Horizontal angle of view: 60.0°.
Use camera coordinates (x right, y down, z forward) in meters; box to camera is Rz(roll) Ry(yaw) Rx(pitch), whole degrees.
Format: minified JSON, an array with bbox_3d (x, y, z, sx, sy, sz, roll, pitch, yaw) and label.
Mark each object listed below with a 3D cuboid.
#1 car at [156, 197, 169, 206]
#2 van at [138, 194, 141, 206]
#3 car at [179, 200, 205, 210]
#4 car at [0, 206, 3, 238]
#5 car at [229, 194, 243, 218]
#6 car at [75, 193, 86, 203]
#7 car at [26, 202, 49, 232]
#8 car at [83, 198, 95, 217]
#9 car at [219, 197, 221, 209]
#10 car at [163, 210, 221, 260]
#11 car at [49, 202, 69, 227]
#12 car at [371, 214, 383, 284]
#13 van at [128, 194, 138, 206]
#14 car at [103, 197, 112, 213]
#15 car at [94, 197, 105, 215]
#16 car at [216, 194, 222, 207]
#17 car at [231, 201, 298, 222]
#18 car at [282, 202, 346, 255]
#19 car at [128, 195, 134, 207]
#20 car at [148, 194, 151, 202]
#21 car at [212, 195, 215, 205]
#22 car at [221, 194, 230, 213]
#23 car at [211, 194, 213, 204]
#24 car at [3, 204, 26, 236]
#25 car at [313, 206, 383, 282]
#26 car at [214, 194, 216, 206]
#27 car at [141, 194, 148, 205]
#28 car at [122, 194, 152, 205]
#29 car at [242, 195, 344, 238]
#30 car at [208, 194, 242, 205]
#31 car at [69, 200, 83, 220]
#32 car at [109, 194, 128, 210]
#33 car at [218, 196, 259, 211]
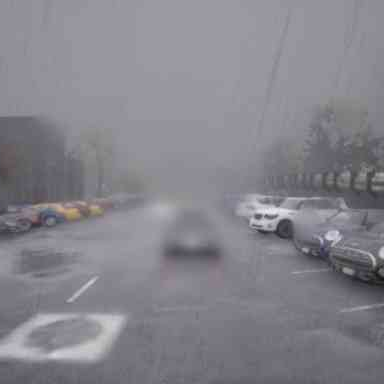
[{"bbox_3d":[-5.069,1.617,56.797,2.128,1.511,4.902,0,0,0],"label":"car"},{"bbox_3d":[-11.121,1.384,54.535,4.442,1.987,1.878,-1,0,-20],"label":"van"},{"bbox_3d":[0.024,1.413,27.278,2.097,1.767,4.553,0,0,1],"label":"car"},{"bbox_3d":[-10.861,1.512,13.224,5.366,1.575,1.946,-1,0,-20],"label":"car"},{"bbox_3d":[5.954,1.290,24.057,5.566,2.045,2.435,1,0,-20],"label":"car"},{"bbox_3d":[-26.678,1.408,79.772,2.435,2.045,5.566,0,1,-19],"label":"car"},{"bbox_3d":[-11.051,1.561,19.056,4.792,1.488,2.163,-1,0,-20],"label":"car"},{"bbox_3d":[-11.022,1.551,27.952,5.008,1.535,2.097,-1,0,-20],"label":"car"},{"bbox_3d":[5.752,1.556,33.047,5.366,1.575,1.946,1,0,-20],"label":"car"},{"bbox_3d":[0.016,1.594,12.531,1.994,1.385,4.181,0,0,1],"label":"car"},{"bbox_3d":[-11.023,1.537,22.022,5.008,1.535,2.097,-1,0,-20],"label":"car"},{"bbox_3d":[5.885,1.374,5.905,4.553,1.767,2.185,1,0,-20],"label":"car"},{"bbox_3d":[-11.123,1.378,51.576,4.442,1.987,1.878,-1,0,-20],"label":"van"},{"bbox_3d":[-10.995,1.594,33.882,4.792,1.488,2.163,-1,0,-20],"label":"car"},{"bbox_3d":[-11.191,1.557,30.836,5.366,1.575,1.946,-1,0,-20],"label":"car"},{"bbox_3d":[5.958,1.318,36.147,5.566,2.045,2.435,1,0,-20],"label":"car"},{"bbox_3d":[5.909,1.549,27.077,4.892,1.521,2.231,1,0,-20],"label":"car"},{"bbox_3d":[5.942,1.389,11.970,4.553,1.767,2.185,1,0,-20],"label":"car"},{"bbox_3d":[-11.013,1.592,45.708,4.892,1.521,2.231,-1,0,-20],"label":"car"},{"bbox_3d":[-10.985,1.368,60.512,5.566,2.045,2.435,-1,0,-20],"label":"car"},{"bbox_3d":[5.941,1.596,48.222,4.892,1.521,2.231,1,0,-20],"label":"car"},{"bbox_3d":[5.895,1.303,30.085,5.566,2.045,2.435,1,0,-20],"label":"car"},{"bbox_3d":[5.972,1.482,54.273,4.553,1.767,2.185,1,0,-20],"label":"car"},{"bbox_3d":[-11.031,1.525,16.107,4.892,1.521,2.231,-1,0,-20],"label":"car"},{"bbox_3d":[5.947,1.382,8.943,4.553,1.767,2.185,1,0,-20],"label":"car"},{"bbox_3d":[5.896,1.463,45.202,4.553,1.767,2.185,1,0,-20],"label":"car"},{"bbox_3d":[-10.988,1.363,57.553,5.566,2.045,2.435,-1,0,-20],"label":"car"},{"bbox_3d":[-11.027,1.380,66.396,5.566,2.045,2.435,-1,0,-20],"label":"car"},{"bbox_3d":[5.896,1.276,17.990,5.566,2.045,2.435,1,0,-20],"label":"car"},{"bbox_3d":[5.964,1.368,60.332,5.566,2.045,2.435,1,0,-20],"label":"car"},{"bbox_3d":[-11.195,1.544,24.918,5.366,1.575,1.946,-1,0,-20],"label":"car"},{"bbox_3d":[-11.046,1.459,42.733,4.553,1.767,2.185,-1,0,-20],"label":"car"},{"bbox_3d":[5.903,1.456,42.173,4.553,1.767,2.185,1,0,-20],"label":"car"}]
